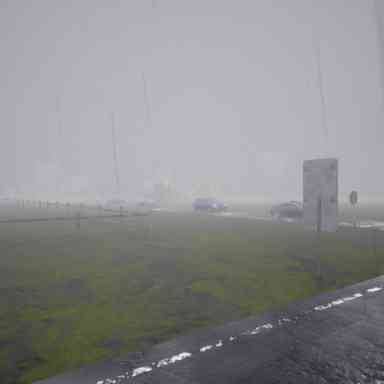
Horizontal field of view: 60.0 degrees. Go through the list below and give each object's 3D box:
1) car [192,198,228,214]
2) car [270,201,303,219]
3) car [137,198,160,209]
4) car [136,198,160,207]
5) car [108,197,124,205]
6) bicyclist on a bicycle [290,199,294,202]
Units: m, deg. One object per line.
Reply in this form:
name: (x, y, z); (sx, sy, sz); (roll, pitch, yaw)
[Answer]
car: (1.941, 1.429, 36.564); (2.097, 1.767, 4.553); (0, 0, -35)
car: (8.595, 1.535, 27.129); (2.128, 1.511, 4.902); (0, 0, -35)
car: (-6.506, 1.648, 48.588); (1.812, 1.442, 4.674); (0, 0, -35)
car: (-7.259, 1.737, 54.720); (1.895, 1.301, 4.718); (0, 0, -35)
car: (-15.179, 1.741, 65.947); (2.033, 1.411, 5.357); (0, 0, -35)
bicyclist on a bicycle: (10.493, 1.511, 34.797); (1.656, 1.620, 0.582); (0, 0, -35)
